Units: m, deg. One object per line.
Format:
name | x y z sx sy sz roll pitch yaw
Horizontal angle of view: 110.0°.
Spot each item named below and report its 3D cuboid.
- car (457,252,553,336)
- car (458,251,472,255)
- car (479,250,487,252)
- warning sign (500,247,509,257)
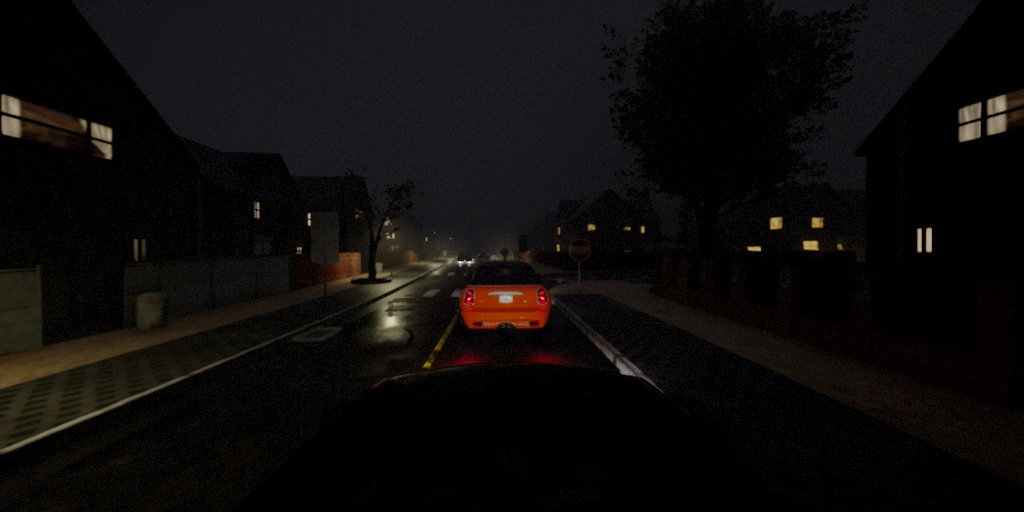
car | -0.217 0.884 9.792 2.097 1.767 4.553 0 2 -2
car | -6.723 0.103 51.567 1.994 1.385 4.181 0 1 -5
car | -4.994 -0.144 63.936 1.994 1.385 4.181 0 1 -5
warning sign | -0.931 -0.255 47.048 1.300 1.860 1.060 0 0 -5
